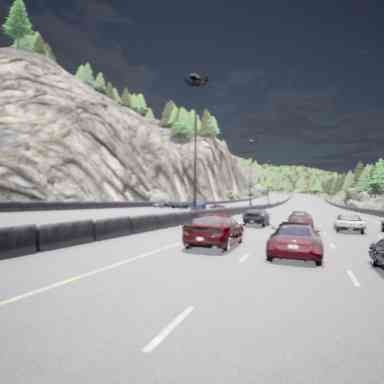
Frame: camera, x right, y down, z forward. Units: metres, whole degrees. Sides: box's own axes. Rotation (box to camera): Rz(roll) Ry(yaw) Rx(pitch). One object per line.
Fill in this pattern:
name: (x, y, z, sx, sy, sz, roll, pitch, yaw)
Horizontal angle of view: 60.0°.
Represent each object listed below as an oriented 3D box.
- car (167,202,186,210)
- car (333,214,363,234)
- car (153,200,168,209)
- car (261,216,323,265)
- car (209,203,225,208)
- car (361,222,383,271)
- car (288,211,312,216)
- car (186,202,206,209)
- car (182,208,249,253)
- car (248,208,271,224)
car: (-2.232, 2.489, 60.427, 1.895, 1.301, 4.718, 2, -1, 19)
car: (11.911, 2.375, 25.459, 1.895, 1.301, 4.718, 2, -1, 19)
car: (-5.556, 2.290, 61.503, 2.128, 1.511, 4.902, 2, -1, 19)
car: (4.104, 1.879, 13.212, 1.994, 1.385, 4.181, 2, -1, 19)
car: (4.419, 2.673, 58.282, 1.895, 1.301, 4.718, 2, -1, 19)
car: (6.610, 1.887, 9.774, 2.033, 1.411, 5.357, 2, -1, 19)
car: (8.876, 2.271, 27.373, 1.994, 1.385, 4.181, 2, -1, 19)
car: (1.092, 2.458, 59.357, 1.882, 1.535, 5.008, 2, -1, 19)
car: (1.113, 1.727, 15.264, 1.882, 1.535, 5.008, 2, -1, 19)
car: (5.489, 2.116, 28.286, 1.837, 1.490, 4.892, 2, -1, 19)
